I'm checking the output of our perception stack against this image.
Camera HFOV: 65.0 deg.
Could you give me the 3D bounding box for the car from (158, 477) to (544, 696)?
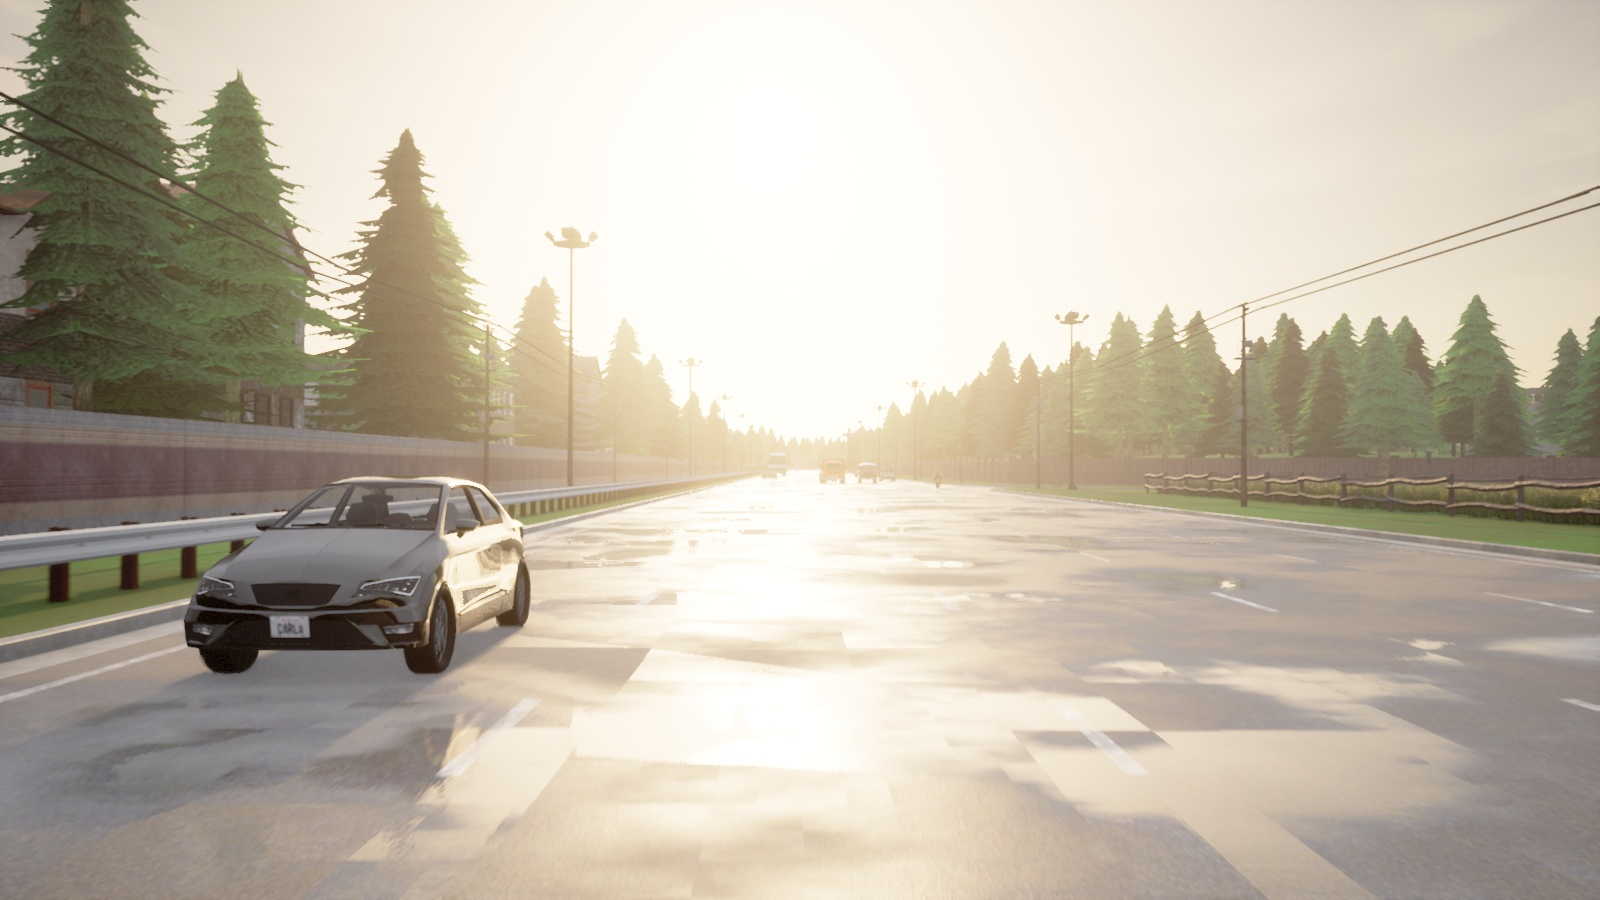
[{"bbox_3d":[-3.526,0.984,10.764,1.816,1.474,4.193,0,-1,0],"label":"car"}]
